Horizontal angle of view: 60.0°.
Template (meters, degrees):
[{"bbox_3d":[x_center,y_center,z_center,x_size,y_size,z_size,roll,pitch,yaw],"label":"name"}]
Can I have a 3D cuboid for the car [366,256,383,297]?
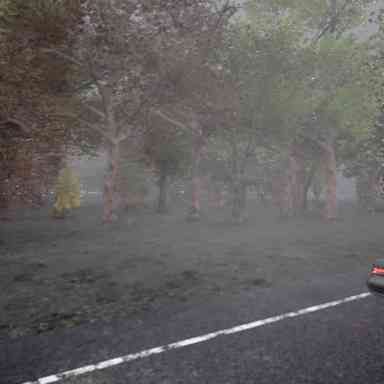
[{"bbox_3d":[6.006,1.580,7.238,5.357,1.411,2.033,0,0,-33],"label":"car"}]
